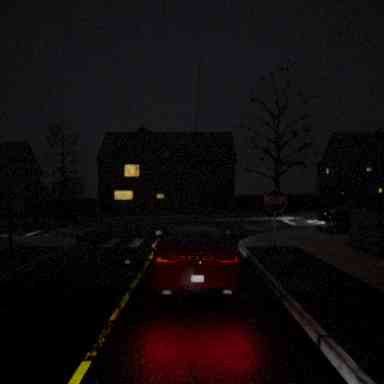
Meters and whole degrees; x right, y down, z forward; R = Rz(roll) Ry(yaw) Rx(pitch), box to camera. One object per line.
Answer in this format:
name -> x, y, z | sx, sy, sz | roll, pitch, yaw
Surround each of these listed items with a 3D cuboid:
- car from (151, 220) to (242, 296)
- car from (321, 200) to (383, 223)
car -> 0.043, 1.465, 8.680 | 1.882, 1.535, 5.008 | 0, 0, -1
car -> 10.811, 1.209, 22.006 | 4.181, 1.385, 1.994 | -1, 1, 1
